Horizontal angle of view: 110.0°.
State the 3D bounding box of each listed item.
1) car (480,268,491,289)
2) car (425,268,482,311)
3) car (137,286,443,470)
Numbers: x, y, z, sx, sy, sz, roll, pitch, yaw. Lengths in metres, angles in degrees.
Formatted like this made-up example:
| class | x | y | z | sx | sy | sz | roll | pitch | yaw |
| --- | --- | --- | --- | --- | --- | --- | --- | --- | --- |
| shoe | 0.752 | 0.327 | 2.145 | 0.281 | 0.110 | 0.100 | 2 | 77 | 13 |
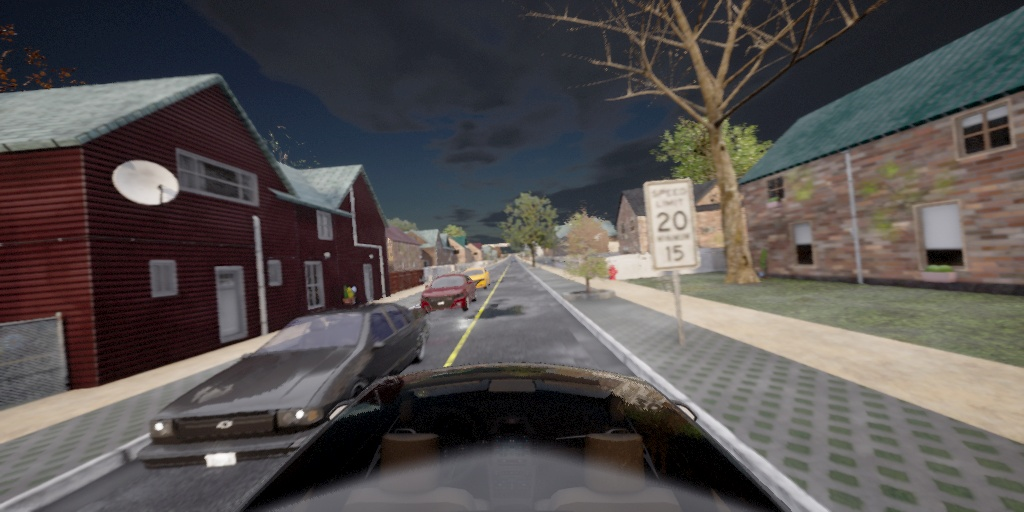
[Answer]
| class | x | y | z | sx | sy | sz | roll | pitch | yaw |
| --- | --- | --- | --- | --- | --- | --- | --- | --- | --- |
| car | -2.679 | 1.628 | 26.569 | 1.882 | 1.535 | 5.008 | -5 | 0 | 0 |
| car | -2.743 | 1.567 | 16.312 | 1.882 | 1.535 | 5.008 | -5 | 0 | 0 |
| car | -2.788 | 1.569 | 6.073 | 2.033 | 1.411 | 5.357 | -5 | 0 | 0 |
